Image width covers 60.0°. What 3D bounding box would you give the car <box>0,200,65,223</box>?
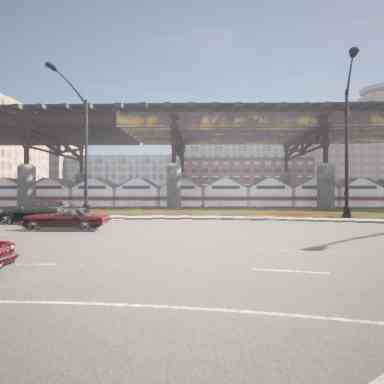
[{"bbox_3d":[-10.845,1.351,23.048,4.553,1.767,2.097,0,0,1],"label":"car"}]

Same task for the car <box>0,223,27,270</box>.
[{"bbox_3d":[-7.116,1.601,8.516,4.718,1.301,1.895,0,0,2],"label":"car"}]

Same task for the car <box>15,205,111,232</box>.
[{"bbox_3d":[-7.309,1.601,19.398,4.718,1.301,1.895,0,0,0],"label":"car"}]
